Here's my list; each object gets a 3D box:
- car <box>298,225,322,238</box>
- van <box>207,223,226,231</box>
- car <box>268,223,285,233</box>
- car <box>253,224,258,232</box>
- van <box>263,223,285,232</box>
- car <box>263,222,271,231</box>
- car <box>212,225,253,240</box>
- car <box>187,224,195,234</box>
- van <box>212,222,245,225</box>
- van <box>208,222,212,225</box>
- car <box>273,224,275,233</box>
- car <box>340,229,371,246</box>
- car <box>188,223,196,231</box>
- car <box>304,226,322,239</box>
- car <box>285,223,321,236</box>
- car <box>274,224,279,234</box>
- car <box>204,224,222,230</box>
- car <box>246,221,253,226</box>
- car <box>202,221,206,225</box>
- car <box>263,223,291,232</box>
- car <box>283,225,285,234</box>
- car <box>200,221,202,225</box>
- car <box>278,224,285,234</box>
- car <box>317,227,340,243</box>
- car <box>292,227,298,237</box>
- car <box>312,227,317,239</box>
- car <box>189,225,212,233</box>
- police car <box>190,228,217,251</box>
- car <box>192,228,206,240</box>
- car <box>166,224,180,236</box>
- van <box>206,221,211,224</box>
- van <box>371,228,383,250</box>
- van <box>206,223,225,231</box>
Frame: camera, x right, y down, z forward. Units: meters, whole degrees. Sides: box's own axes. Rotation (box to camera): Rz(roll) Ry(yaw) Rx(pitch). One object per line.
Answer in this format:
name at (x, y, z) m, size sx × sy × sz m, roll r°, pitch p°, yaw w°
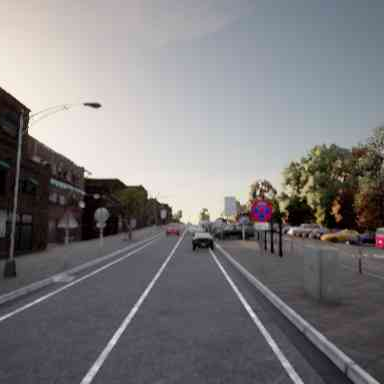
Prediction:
car at (18.821, 6.083, 48.995) m, size 5.008 × 1.535 × 2.097 m, roll 0°, pitch -5°, yaw 0°
van at (5.816, 8.311, 78.899) m, size 4.442 × 1.987 × 1.878 m, roll 0°, pitch -4°, yaw 0°
car at (18.821, 7.741, 68.361) m, size 4.792 × 1.488 × 2.163 m, roll 0°, pitch -5°, yaw 0°
car at (18.803, 8.546, 82.219) m, size 5.566 × 2.045 × 2.435 m, roll 0°, pitch -4°, yaw 0°
van at (18.898, 8.143, 76.683) m, size 4.442 × 1.987 × 1.878 m, roll 0°, pitch -4°, yaw 0°
car at (18.760, 7.683, 71.149) m, size 5.566 × 2.045 × 2.435 m, roll 0°, pitch -5°, yaw 0°
car at (5.552, 6.003, 48.140) m, size 5.366 × 1.575 × 1.946 m, roll 0°, pitch -5°, yaw 0°
car at (0.008, 7.537, 66.181) m, size 1.812 × 1.442 × 4.674 m, roll 0°, pitch -5°, yaw 0°
van at (5.847, 6.259, 53.745) m, size 4.442 × 1.987 × 1.878 m, roll 0°, pitch -5°, yaw 0°
van at (5.607, 6.735, 59.335) m, size 4.442 × 1.987 × 1.878 m, roll 0°, pitch -5°, yaw 0°
car at (18.766, 7.518, 65.586) m, size 4.792 × 1.488 × 2.163 m, roll 0°, pitch -5°, yaw 0°
car at (18.804, 4.931, 35.165) m, size 4.792 × 1.488 × 2.163 m, roll 0°, pitch -5°, yaw 0°
car at (0.010, 8.546, 81.140) m, size 2.097 × 1.767 × 4.553 m, roll 0°, pitch -5°, yaw 0°
car at (18.826, 5.848, 46.229) m, size 4.892 × 1.521 × 2.231 m, roll 0°, pitch -5°, yaw 0°
car at (18.781, 6.305, 54.548) m, size 5.566 × 2.045 × 2.435 m, roll 0°, pitch -5°, yaw 0°
car at (18.983, 7.255, 62.827) m, size 5.366 × 1.575 × 1.946 m, roll 0°, pitch -5°, yaw 0°
car at (5.682, 9.443, 90.058) m, size 4.674 × 1.452 × 2.002 m, roll 0°, pitch -4°, yaw 0°
car at (18.575, 9.652, 93.269) m, size 5.366 × 1.575 × 1.946 m, roll 0°, pitch -4°, yaw 0°
car at (5.674, 8.069, 76.105) m, size 5.566 × 2.045 × 2.435 m, roll 0°, pitch -4°, yaw 0°
car at (18.813, 7.902, 73.917) m, size 5.566 × 2.045 × 2.435 m, roll 0°, pitch -4°, yaw 0°
car at (18.800, 6.793, 57.291) m, size 4.892 × 1.521 × 2.231 m, roll 0°, pitch -5°, yaw 0°
car at (5.653, 9.369, 92.876) m, size 5.566 × 2.045 × 2.435 m, roll 0°, pitch -4°, yaw 0°
car at (18.797, 7.026, 60.059) m, size 5.008 × 1.535 × 2.097 m, roll 0°, pitch -5°, yaw 0°
car at (18.641, 5.371, 40.699) m, size 5.366 × 1.575 × 1.946 m, roll 0°, pitch -5°, yaw 0°
car at (18.818, 6.319, 51.761) m, size 5.008 × 1.535 × 2.097 m, roll 0°, pitch -5°, yaw 0°
car at (18.852, 5.640, 43.462) m, size 4.792 × 1.488 × 2.163 m, roll 0°, pitch -5°, yaw 0°
car at (0.980, 5.230, 40.641) m, size 2.097 × 1.767 × 4.553 m, roll 0°, pitch -5°, yaw 0°
police car at (0.979, 4.463, 30.798) m, size 1.930 × 1.638 × 5.238 m, roll 0°, pitch -5°, yaw 0°
car at (0.981, 5.896, 46.644) m, size 1.837 × 1.490 × 4.892 m, roll 0°, pitch -5°, yaw 0°
car at (-3.290, 6.541, 57.789) m, size 2.150 × 2.045 × 5.566 m, roll 0°, pitch -5°, yaw 1°
van at (5.823, 7.877, 73.311) m, size 4.442 × 1.987 × 1.878 m, roll 0°, pitch -5°, yaw 0°
van at (18.957, 4.204, 29.657) m, size 4.442 × 1.987 × 1.878 m, roll 0°, pitch -5°, yaw 0°
van at (5.812, 8.527, 81.694) m, size 4.442 × 1.987 × 1.878 m, roll 0°, pitch -4°, yaw 0°
